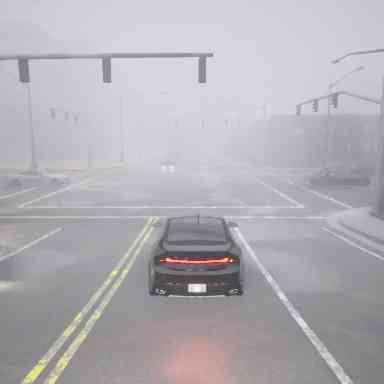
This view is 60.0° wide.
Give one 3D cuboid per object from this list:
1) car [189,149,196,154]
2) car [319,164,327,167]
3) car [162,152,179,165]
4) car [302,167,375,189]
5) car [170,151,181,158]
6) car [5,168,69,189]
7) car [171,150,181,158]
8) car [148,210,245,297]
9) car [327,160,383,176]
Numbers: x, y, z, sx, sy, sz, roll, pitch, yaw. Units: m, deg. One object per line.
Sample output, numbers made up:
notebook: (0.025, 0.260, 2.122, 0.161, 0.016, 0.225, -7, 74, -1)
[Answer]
car: (0.106, -10.966, 90.285, 1.994, 1.385, 4.181, 0, 9, 0)
car: (16.317, -2.727, 36.261, 4.902, 1.511, 2.128, 0, 9, 0)
car: (-3.537, -4.880, 50.660, 2.033, 1.411, 5.357, 0, 9, 0)
car: (11.174, -0.996, 25.721, 4.718, 1.301, 1.895, 0, 9, 0)
car: (-3.497, -6.635, 60.791, 2.097, 1.767, 4.553, 0, 9, 0)
car: (-12.076, -1.114, 26.029, 4.674, 1.442, 1.812, -1, 9, -4)
car: (-3.417, -8.072, 70.969, 1.882, 1.535, 5.008, 0, 9, 0)
car: (0.081, 1.203, 7.996, 1.837, 1.490, 4.892, 0, 4, 0)
car: (16.681, -2.140, 32.811, 5.357, 1.411, 2.033, 0, 9, 2)
